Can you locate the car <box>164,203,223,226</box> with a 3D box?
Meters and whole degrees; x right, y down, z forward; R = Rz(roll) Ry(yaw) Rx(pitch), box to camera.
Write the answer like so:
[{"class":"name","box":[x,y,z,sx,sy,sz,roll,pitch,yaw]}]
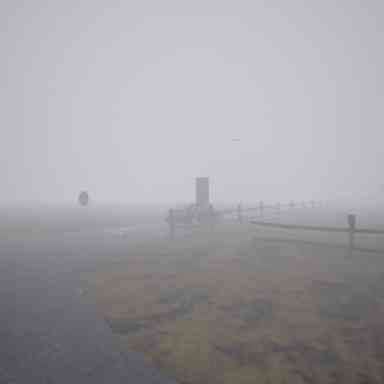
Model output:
[{"class":"car","box":[0.230,1.443,21.517,2.128,1.511,4.902,-2,-1,34]}]
